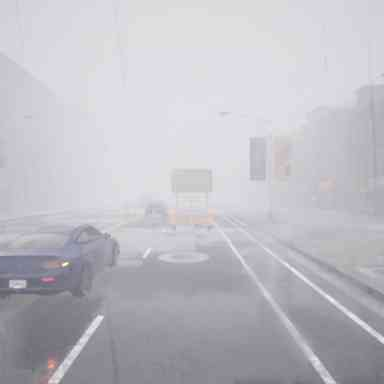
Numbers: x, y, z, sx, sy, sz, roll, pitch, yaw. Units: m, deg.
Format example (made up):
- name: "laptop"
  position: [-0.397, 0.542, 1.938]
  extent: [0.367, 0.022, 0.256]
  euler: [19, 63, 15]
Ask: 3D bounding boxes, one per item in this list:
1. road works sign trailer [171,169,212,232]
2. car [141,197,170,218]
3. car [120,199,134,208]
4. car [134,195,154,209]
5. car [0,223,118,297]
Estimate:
- name: "road works sign trailer"
  position: [-0.012, 0.423, 19.642]
  extent: [2.380, 3.560, 2.880]
  euler: [0, 0, 0]
- name: "car"
  position: [-3.170, 1.504, 30.567]
  extent: [1.837, 1.490, 4.892]
  euler: [0, 0, 0]
- name: "car"
  position: [-9.845, 1.751, 52.177]
  extent: [1.812, 1.442, 4.674]
  euler: [0, -1, 0]
- name: "car"
  position: [-6.607, 1.406, 48.872]
  extent: [2.150, 2.045, 5.566]
  euler: [0, -1, 0]
- name: "car"
  position: [-3.156, 1.496, 8.341]
  extent: [1.812, 1.442, 4.674]
  euler: [0, 0, 0]
